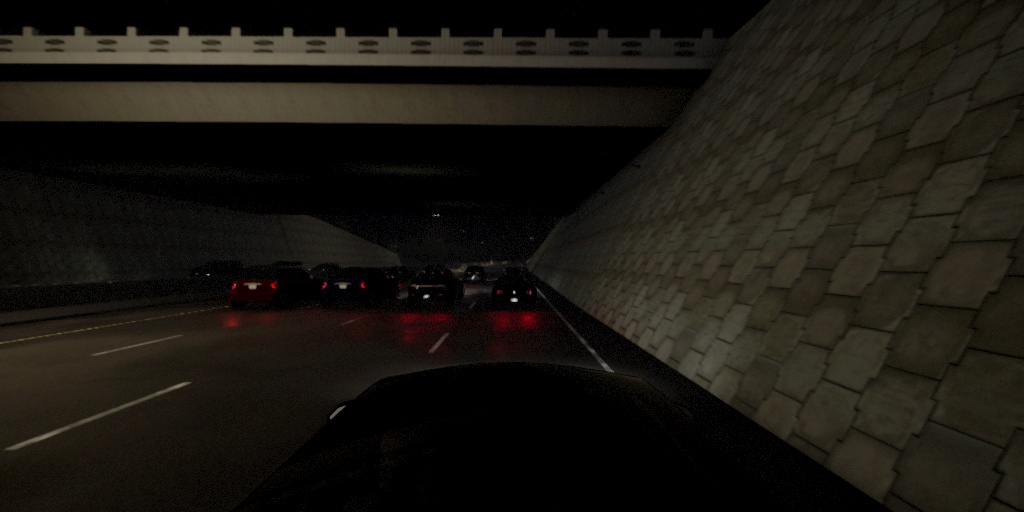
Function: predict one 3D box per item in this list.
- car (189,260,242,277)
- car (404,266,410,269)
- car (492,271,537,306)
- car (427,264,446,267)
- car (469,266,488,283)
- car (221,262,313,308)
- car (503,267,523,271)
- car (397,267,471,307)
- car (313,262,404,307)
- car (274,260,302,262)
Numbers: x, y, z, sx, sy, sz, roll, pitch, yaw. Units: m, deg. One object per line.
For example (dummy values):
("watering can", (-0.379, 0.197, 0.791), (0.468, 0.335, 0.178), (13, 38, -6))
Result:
("car", (-31.602, 1.466, 38.748), (2.150, 2.045, 5.566), (0, -1, 0))
("car", (-10.405, 1.669, 33.672), (2.128, 1.511, 4.902), (0, -1, 0))
("car", (0.098, 1.556, 16.975), (1.895, 1.301, 4.718), (0, -1, 0))
("car", (-6.905, 1.527, 33.408), (2.097, 1.767, 4.553), (0, -1, 0))
("car", (-3.405, 1.684, 33.752), (1.837, 1.490, 4.892), (0, -1, 0))
("car", (-10.402, 1.300, 16.501), (2.097, 1.767, 4.553), (0, -1, 0))
("car", (0.095, 1.752, 34.379), (1.994, 1.385, 4.181), (0, -1, 0))
("car", (-3.401, 1.442, 16.677), (2.128, 1.511, 4.902), (0, -1, 0))
("car", (-6.901, 1.303, 16.763), (2.097, 1.767, 4.553), (0, -1, 0))
("car", (-24.603, 1.467, 38.800), (2.150, 2.045, 5.566), (0, -1, 0))
